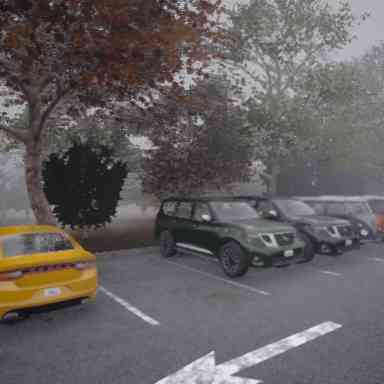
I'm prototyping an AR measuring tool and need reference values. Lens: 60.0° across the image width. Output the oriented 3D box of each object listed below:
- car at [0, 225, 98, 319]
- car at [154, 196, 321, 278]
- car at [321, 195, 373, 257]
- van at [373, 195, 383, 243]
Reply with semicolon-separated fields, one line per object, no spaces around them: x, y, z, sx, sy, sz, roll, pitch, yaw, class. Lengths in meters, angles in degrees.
-3.695;1.474;7.417;2.097;1.535;5.008;0;0;-35;car
0.834;1.186;10.607;2.435;2.045;5.566;0;0;-35;car
3.093;1.167;12.211;2.435;2.045;5.566;0;0;-35;car
5.402;1.174;13.742;1.878;1.987;4.442;0;0;-35;van
